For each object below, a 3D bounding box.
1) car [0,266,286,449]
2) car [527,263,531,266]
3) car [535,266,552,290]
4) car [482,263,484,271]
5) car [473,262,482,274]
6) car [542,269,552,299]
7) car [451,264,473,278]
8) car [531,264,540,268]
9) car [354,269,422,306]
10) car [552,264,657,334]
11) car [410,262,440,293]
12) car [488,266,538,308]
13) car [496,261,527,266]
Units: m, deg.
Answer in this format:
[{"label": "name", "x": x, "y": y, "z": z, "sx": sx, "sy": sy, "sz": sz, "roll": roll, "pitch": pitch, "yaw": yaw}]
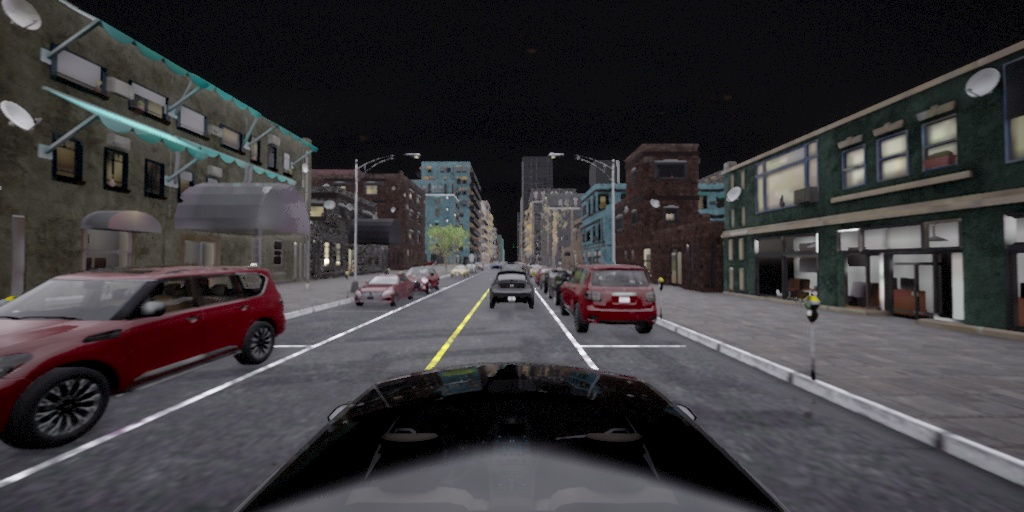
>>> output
[{"label": "car", "x": -5.692, "y": 1.101, "z": 5.445, "sx": 2.192, "sy": 1.841, "sz": 5.009, "roll": 0, "pitch": 0, "yaw": 0}, {"label": "car", "x": 2.732, "y": 1.637, "z": 38.509, "sx": 1.751, "sy": 1.417, "sz": 4.829, "roll": 0, "pitch": 0, "yaw": 0}, {"label": "car", "x": 2.680, "y": 1.515, "z": 22.046, "sx": 1.948, "sy": 1.339, "sz": 4.313, "roll": 0, "pitch": 0, "yaw": 0}, {"label": "car", "x": -5.851, "y": 1.793, "z": 62.169, "sx": 1.967, "sy": 1.591, "sz": 4.097, "roll": 0, "pitch": 0, "yaw": 0}, {"label": "car", "x": -5.839, "y": 1.793, "z": 51.351, "sx": 2.007, "sy": 1.370, "sz": 4.403, "roll": 0, "pitch": 0, "yaw": 0}, {"label": "car", "x": 2.683, "y": 1.461, "z": 16.513, "sx": 1.948, "sy": 1.339, "sz": 4.313, "roll": 0, "pitch": 0, "yaw": 0}, {"label": "car", "x": -5.779, "y": 1.656, "z": 40.116, "sx": 1.751, "sy": 1.417, "sz": 4.829, "roll": 0, "pitch": 0, "yaw": 0}, {"label": "car", "x": 2.685, "y": 1.546, "z": 27.273, "sx": 1.888, "sy": 1.381, "sz": 4.507, "roll": 0, "pitch": 0, "yaw": 0}, {"label": "car", "x": -5.697, "y": 1.477, "z": 16.510, "sx": 1.802, "sy": 1.307, "sz": 4.207, "roll": 0, "pitch": 0, "yaw": 0}, {"label": "car", "x": 2.687, "y": 1.155, "z": 10.981, "sx": 2.192, "sy": 1.841, "sz": 5.009, "roll": 0, "pitch": 0, "yaw": 0}, {"label": "car", "x": -5.700, "y": 1.389, "z": 22.043, "sx": 1.967, "sy": 1.591, "sz": 4.097, "roll": 0, "pitch": 0, "yaw": 0}, {"label": "car", "x": -0.004, "y": 1.400, "z": 16.160, "sx": 1.837, "sy": 1.490, "sz": 4.892, "roll": 0, "pitch": 0, "yaw": 0}, {"label": "car", "x": -0.013, "y": 1.388, "z": 30.942, "sx": 2.097, "sy": 1.767, "sz": 4.553, "roll": 0, "pitch": -1, "yaw": 0}]
